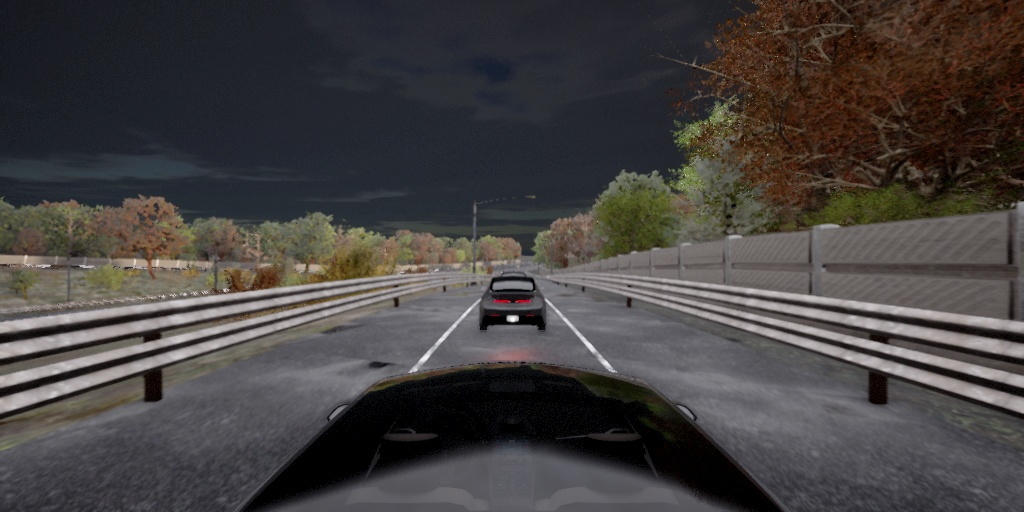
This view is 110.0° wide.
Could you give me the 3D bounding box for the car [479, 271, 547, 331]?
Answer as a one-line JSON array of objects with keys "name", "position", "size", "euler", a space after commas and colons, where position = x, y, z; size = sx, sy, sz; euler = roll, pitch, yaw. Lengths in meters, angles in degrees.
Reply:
[{"name": "car", "position": [0.026, 1.365, 11.350], "size": [1.837, 1.490, 4.892], "euler": [0, -1, 0]}]
